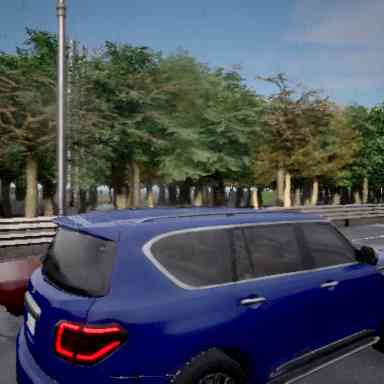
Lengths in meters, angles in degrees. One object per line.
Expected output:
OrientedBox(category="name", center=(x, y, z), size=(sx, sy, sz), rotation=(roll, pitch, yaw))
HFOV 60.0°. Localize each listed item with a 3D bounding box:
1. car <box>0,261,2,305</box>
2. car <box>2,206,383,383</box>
OrientedBox(category="car", center=(-1.507, 1.581, 7.108), size=(4.718, 1.301, 1.895), rotation=(0, 0, -35))
OrientedBox(category="car", center=(0.814, 1.214, 4.407), size=(5.566, 2.045, 2.150), rotation=(0, 0, -35))
